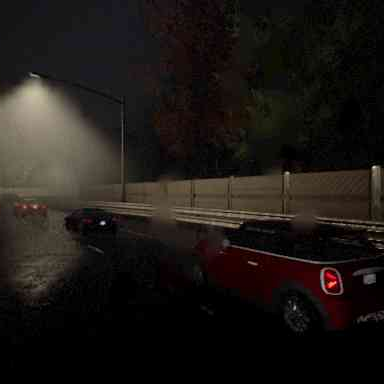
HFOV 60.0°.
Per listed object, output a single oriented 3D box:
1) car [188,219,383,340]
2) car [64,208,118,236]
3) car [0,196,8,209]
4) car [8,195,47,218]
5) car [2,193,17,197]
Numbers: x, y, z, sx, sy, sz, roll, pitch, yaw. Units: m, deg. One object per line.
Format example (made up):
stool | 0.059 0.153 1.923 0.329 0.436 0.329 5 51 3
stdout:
car | 1.716 1.359 6.980 2.097 1.767 4.553 0 0 -29
car | -5.776 1.584 18.750 1.994 1.385 4.181 0 0 -36
car | -27.069 1.611 45.984 1.994 1.385 4.181 0 0 -33
car | -15.114 1.384 30.778 2.097 1.767 4.553 0 0 -39
car | -33.761 1.289 61.994 2.150 2.045 5.566 0 0 -12
